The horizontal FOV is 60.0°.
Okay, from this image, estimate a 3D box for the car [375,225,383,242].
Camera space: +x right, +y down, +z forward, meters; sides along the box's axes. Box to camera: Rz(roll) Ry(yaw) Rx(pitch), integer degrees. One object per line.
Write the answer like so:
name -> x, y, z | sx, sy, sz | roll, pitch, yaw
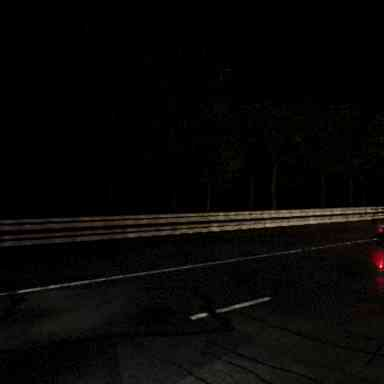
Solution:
car -> 10.701, 1.768, 15.665 | 4.718, 1.301, 1.895 | 1, 0, -35
